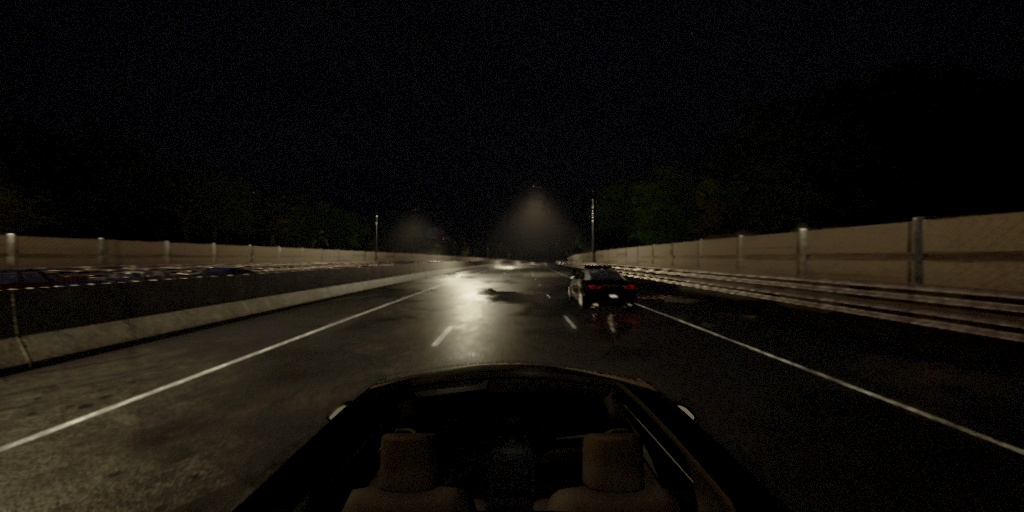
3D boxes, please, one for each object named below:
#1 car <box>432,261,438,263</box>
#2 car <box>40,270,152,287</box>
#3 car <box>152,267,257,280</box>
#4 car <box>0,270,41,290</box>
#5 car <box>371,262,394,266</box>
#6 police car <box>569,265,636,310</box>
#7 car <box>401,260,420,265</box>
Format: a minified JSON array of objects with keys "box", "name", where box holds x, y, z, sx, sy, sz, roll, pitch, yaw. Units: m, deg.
[{"box":[-12.692,1.561,58.801,1.994,1.385,4.181,0,0,3],"name":"car"},{"box":[-17.504,1.346,16.470,1.895,1.301,4.718,0,0,1],"name":"car"},{"box":[-13.988,1.283,17.307,1.812,1.442,4.674,0,0,1],"name":"car"},{"box":[-21.029,1.277,14.686,2.033,1.411,5.357,0,0,1],"name":"car"},{"box":[-19.869,1.550,55.209,1.895,1.301,4.718,0,0,3],"name":"car"},{"box":[3.586,1.217,15.141,1.930,1.638,5.238,0,0,1],"name":"police car"},{"box":[-16.257,1.453,57.688,1.882,1.535,5.008,0,0,3],"name":"car"}]
